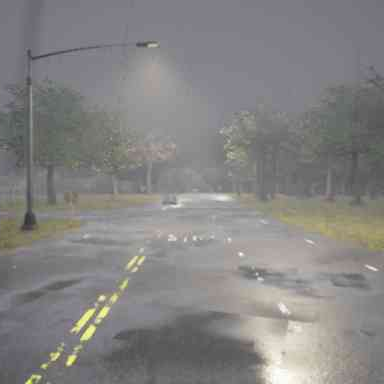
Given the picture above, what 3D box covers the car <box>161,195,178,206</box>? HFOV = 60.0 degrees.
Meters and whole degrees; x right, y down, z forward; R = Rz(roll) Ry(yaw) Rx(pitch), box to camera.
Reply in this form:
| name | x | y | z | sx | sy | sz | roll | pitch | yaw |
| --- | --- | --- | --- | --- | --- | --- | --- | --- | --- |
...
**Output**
| name | x | y | z | sx | sy | sz | roll | pitch | yaw |
| --- | --- | --- | --- | --- | --- | --- | --- | --- | --- |
| car | -2.870 | 1.083 | 44.044 | 2.033 | 1.411 | 5.357 | 0 | 2 | 2 |
